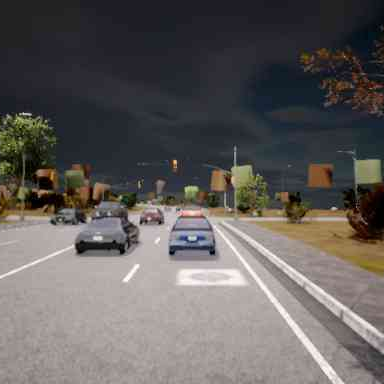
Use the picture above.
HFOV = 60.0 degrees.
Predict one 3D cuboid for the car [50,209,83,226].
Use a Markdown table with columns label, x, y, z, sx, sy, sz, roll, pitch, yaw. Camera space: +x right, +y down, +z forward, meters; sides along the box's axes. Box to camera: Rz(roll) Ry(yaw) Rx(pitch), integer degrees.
| label | x | y | z | sx | sy | sz | roll | pitch | yaw |
| --- | --- | --- | --- | --- | --- | --- | --- | --- | --- |
| car | -10.494 | 2.128 | 28.539 | 1.994 | 1.385 | 4.181 | 0 | -3 | 0 |

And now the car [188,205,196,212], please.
| label | x | y | z | sx | sy | sz | roll | pitch | yaw |
| --- | --- | --- | --- | --- | --- | --- | --- | --- | --- |
| car | 0.035 | 4.508 | 89.614 | 2.097 | 1.767 | 4.553 | 0 | -1 | 0 |

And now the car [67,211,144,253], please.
| label | x | y | z | sx | sy | sz | roll | pitch | yaw |
| --- | --- | --- | --- | --- | --- | --- | --- | --- | --- |
| car | -3.490 | 1.714 | 14.342 | 1.994 | 1.385 | 4.181 | 0 | -1 | 0 |

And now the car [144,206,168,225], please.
| label | x | y | z | sx | sy | sz | roll | pitch | yaw |
| --- | --- | --- | --- | --- | --- | --- | --- | --- | --- |
| car | -3.484 | 2.130 | 29.465 | 1.812 | 1.442 | 4.674 | 0 | -2 | 0 |

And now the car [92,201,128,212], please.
| label | x | y | z | sx | sy | sz | roll | pitch | yaw |
| --- | --- | --- | --- | --- | --- | --- | --- | --- | --- |
| car | -6.990 | 1.780 | 28.796 | 2.150 | 2.045 | 5.566 | 0 | -3 | 0 |

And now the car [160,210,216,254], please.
| label | x | y | z | sx | sy | sz | roll | pitch | yaw |
| --- | --- | --- | --- | --- | --- | --- | --- | --- | --- |
| car | 0.006 | 1.694 | 14.061 | 2.033 | 1.411 | 5.357 | 0 | -1 | 0 |

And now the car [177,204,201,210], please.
| label | x | y | z | sx | sy | sz | roll | pitch | yaw |
| --- | --- | --- | --- | --- | --- | --- | --- | --- | --- |
| car | 0.040 | 1.942 | 29.180 | 2.097 | 1.767 | 4.553 | 0 | -3 | 1 |

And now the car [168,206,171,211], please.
| label | x | y | z | sx | sy | sz | roll | pitch | yaw |
| --- | --- | --- | --- | --- | --- | --- | --- | --- | --- |
| car | -6.965 | 4.839 | 94.455 | 2.128 | 1.511 | 4.902 | 0 | -1 | 0 |

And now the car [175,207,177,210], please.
| label | x | y | z | sx | sy | sz | roll | pitch | yaw |
| --- | --- | --- | --- | --- | --- | --- | --- | --- | --- |
| car | -3.465 | 4.653 | 89.644 | 1.837 | 1.490 | 4.892 | 0 | -1 | 0 |
